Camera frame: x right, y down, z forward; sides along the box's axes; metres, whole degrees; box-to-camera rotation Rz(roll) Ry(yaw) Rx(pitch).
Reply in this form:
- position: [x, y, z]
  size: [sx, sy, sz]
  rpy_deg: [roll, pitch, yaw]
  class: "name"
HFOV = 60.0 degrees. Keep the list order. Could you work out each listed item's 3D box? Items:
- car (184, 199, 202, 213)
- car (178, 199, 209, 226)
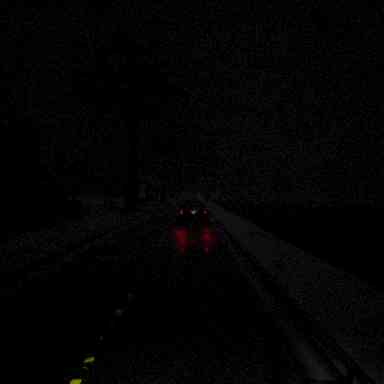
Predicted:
- position: [0.102, 1.529, 37.249]
  size: [1.812, 1.442, 4.674]
  rpy_deg: [0, 0, 0]
  class: "car"
- position: [0.099, 1.357, 23.732]
  size: [2.097, 1.767, 4.553]
  rpy_deg: [0, 0, 0]
  class: "car"
